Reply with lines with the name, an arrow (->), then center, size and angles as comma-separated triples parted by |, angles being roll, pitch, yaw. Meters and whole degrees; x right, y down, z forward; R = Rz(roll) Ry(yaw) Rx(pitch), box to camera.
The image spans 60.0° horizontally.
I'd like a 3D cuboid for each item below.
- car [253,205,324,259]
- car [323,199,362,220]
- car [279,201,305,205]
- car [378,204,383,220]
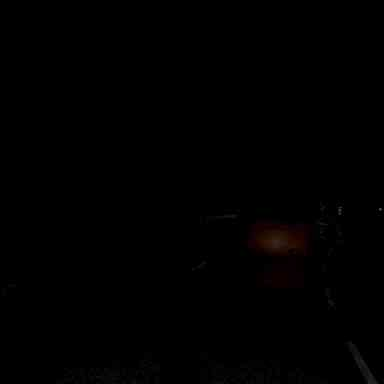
car -> 3.811, 1.488, 12.955 | 1.882, 1.535, 5.008 | 0, 0, 26
car -> 13.196, 1.438, 29.425 | 4.553, 1.767, 2.097 | 0, 0, -41
car -> 8.977, 1.573, 30.364 | 5.357, 1.411, 2.033 | 1, 0, -42
car -> 17.855, 1.506, 28.656 | 4.553, 1.767, 2.097 | 1, 0, -42
